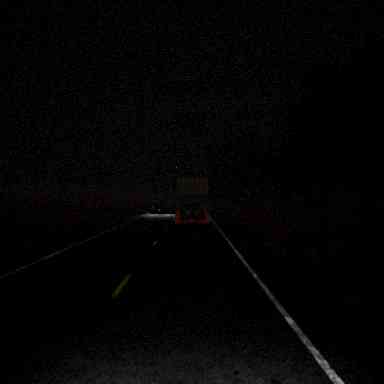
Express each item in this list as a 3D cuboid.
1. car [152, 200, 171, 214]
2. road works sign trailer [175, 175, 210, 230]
[{"bbox_3d":[-3.553,1.746,38.922,1.837,1.490,4.892,0,0,0],"label":"car"},{"bbox_3d":[0.033,0.653,22.874,2.380,3.560,2.880,0,0,1],"label":"road works sign trailer"}]
